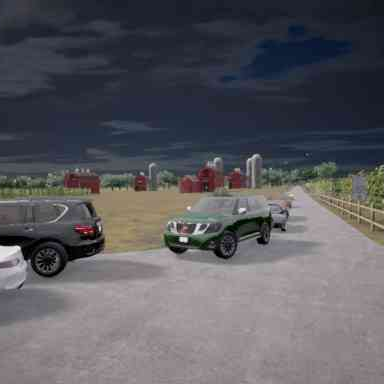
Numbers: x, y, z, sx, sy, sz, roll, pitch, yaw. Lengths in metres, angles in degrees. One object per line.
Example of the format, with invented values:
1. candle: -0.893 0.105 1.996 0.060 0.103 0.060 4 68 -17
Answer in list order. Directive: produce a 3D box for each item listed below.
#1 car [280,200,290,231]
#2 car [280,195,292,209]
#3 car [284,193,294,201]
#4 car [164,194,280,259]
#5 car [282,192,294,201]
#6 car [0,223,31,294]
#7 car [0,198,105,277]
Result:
1. car: 4.376 1.386 19.032 1.994 1.385 4.181 0 0 17
2. car: 6.214 1.242 24.767 1.882 1.535 5.008 0 1 17
3. car: 10.797 1.118 39.267 1.837 1.490 4.892 0 1 17
4. car: 1.271 1.112 12.702 2.150 2.045 5.566 0 0 34
5. car: 17.627 0.844 60.875 1.882 1.535 5.008 0 1 18
6. car: -5.738 1.614 6.298 4.674 1.442 1.812 -2 1 -26
7. car: -5.385 1.230 9.616 5.566 2.045 2.150 -1 1 -4
